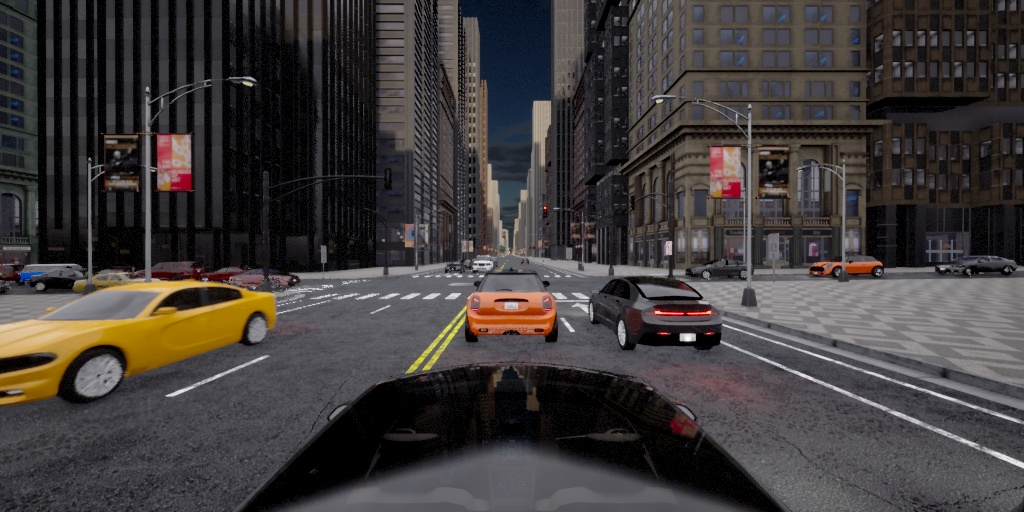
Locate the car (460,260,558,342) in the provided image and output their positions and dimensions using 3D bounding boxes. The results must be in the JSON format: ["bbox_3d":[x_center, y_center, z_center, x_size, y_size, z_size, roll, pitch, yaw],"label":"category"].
[{"bbox_3d":[-0.006,1.102,9.897,2.097,1.767,4.553,0,0,0],"label":"car"}]

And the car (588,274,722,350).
[{"bbox_3d":[3.236,1.254,9.036,1.837,1.490,4.892,0,0,0],"label":"car"}]

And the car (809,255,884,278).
[{"bbox_3d":[25.956,0.721,27.978,4.553,1.767,2.097,-1,0,0],"label":"car"}]

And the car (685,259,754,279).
[{"bbox_3d":[16.129,1.006,27.976,4.892,1.490,1.837,-1,0,0],"label":"car"}]

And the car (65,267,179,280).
[{"bbox_3d":[-23.878,1.595,22.084,4.829,1.417,1.751,0,0,0],"label":"car"}]

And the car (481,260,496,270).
[{"bbox_3d":[-3.451,1.290,53.264,1.994,1.385,4.181,0,0,1],"label":"car"}]

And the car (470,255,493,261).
[{"bbox_3d":[-3.444,0.956,43.292,2.150,2.045,5.566,0,0,0],"label":"car"}]

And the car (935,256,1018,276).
[{"bbox_3d":[36.092,0.726,27.979,4.902,1.511,2.128,-1,0,0],"label":"car"}]

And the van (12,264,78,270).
[{"bbox_3d":[-39.299,1.581,30.628,3.998,1.789,1.690,0,0,0],"label":"van"}]

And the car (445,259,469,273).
[{"bbox_3d":[-6.692,1.299,42.450,1.994,1.385,4.181,0,0,0],"label":"car"}]

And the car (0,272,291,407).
[{"bbox_3d":[-6.592,1.227,6.543,1.882,1.535,5.008,0,0,0],"label":"car"}]

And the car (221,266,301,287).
[{"bbox_3d":[-16.992,1.526,24.743,4.181,1.385,1.994,-1,0,0],"label":"car"}]

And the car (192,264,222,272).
[{"bbox_3d":[-24.037,1.578,30.611,4.507,1.381,1.888,0,0,0],"label":"car"}]

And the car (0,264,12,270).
[{"bbox_3d":[-44.386,1.624,30.634,5.009,1.841,2.192,0,0,0],"label":"car"}]

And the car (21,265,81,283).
[{"bbox_3d":[-29.907,1.616,24.745,5.008,1.535,1.882,0,0,0],"label":"car"}]

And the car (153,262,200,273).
[{"bbox_3d":[-29.125,1.417,30.617,5.009,1.841,2.192,0,0,0],"label":"car"}]

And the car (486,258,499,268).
[{"bbox_3d":[-3.456,1.206,63.531,2.128,1.511,4.902,0,0,0],"label":"car"}]

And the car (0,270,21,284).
[{"bbox_3d":[-33.819,1.753,22.083,4.403,1.370,2.007,0,0,0],"label":"car"}]
